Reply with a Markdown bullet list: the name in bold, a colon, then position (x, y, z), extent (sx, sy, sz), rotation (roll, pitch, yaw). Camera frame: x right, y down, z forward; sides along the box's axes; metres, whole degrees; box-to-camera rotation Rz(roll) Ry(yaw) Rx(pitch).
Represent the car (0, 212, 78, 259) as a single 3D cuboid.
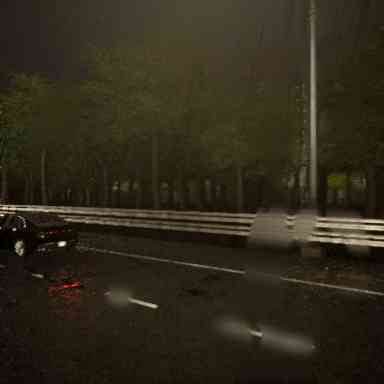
- **car**: position (-6.394, 1.526, 12.730), extent (4.892, 1.490, 1.837), rotation (0, 0, 36)
